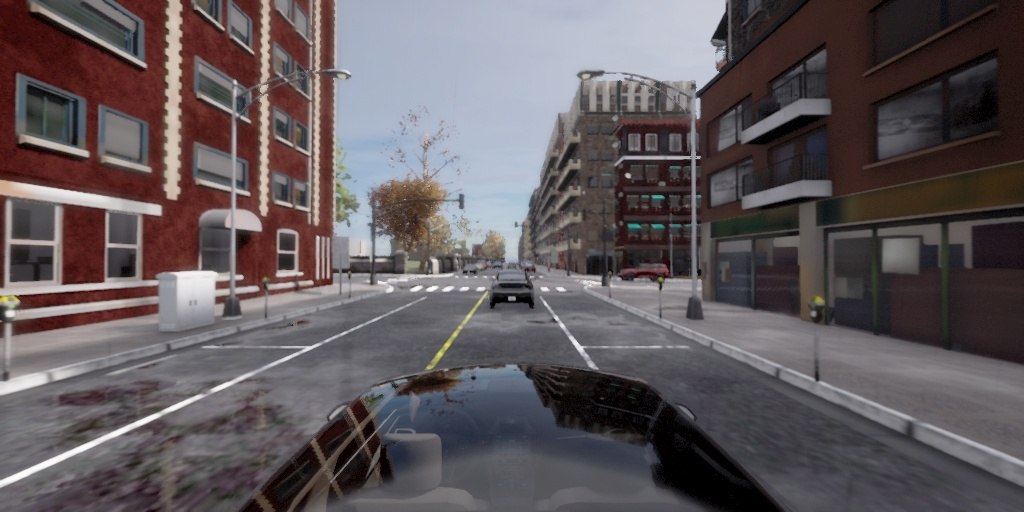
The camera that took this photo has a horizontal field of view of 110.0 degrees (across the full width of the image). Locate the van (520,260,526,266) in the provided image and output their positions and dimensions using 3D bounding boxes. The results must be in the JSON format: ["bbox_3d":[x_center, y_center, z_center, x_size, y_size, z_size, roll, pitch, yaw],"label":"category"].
[{"bbox_3d":[2.695,1.688,60.353,1.690,1.789,3.998,0,0,0],"label":"van"}]

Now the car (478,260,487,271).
[{"bbox_3d":[-5.685,1.872,60.184,1.751,1.417,4.829,0,0,0],"label":"car"}]

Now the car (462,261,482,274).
[{"bbox_3d":[-5.687,1.791,49.094,1.948,1.339,4.313,0,0,0],"label":"car"}]

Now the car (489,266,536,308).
[{"bbox_3d":[0.007,1.396,16.150,1.837,1.490,4.892,0,0,0],"label":"car"}]

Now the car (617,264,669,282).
[{"bbox_3d":[13.452,1.694,36.749,5.009,1.841,2.192,0,0,-1],"label":"car"}]

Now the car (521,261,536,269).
[{"bbox_3d":[2.694,1.831,54.723,1.888,1.381,4.507,0,0,0],"label":"car"}]
